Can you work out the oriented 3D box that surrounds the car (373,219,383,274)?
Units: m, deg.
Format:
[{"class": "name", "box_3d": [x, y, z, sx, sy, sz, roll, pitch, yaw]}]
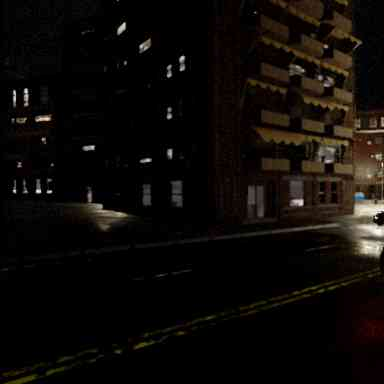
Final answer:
[{"class": "car", "box_3d": [6.545, 1.495, 8.245, 4.902, 1.511, 2.128, 0, 0, -36]}]

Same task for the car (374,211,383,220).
[{"class": "car", "box_3d": [14.304, 1.559, 22.476, 5.357, 1.411, 2.033, 0, 0, -38]}]

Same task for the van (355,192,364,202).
[{"class": "van", "box_3d": [30.321, 0.924, 62.788, 3.998, 1.788, 1.690, 1, 0, 21]}]
